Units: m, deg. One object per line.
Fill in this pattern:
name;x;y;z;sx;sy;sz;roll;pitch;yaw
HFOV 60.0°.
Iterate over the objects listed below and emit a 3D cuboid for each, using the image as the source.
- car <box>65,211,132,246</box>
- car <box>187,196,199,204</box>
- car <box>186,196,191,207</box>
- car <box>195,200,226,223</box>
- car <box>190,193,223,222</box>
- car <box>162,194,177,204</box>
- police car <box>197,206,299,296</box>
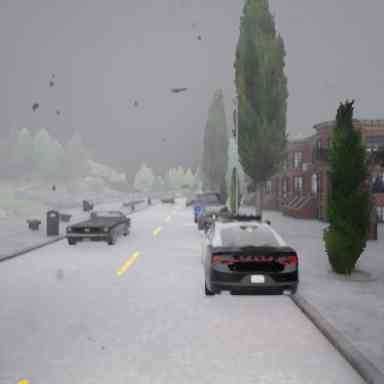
car;-4.069;1.547;15.121;1.895;1.301;4.718;0;0;0
car;0.125;1.355;58.924;1.994;1.385;4.181;0;0;0
car;0.115;1.437;46.189;1.895;1.301;4.718;0;0;1
car;1.238;1.439;18.617;1.837;1.490;4.892;0;0;0
car;1.191;1.086;24.646;2.150;2.045;5.566;-3;0;0
car;-3.963;1.278;56.258;1.882;1.535;5.008;0;0;0
police car;1.218;1.394;8.727;1.930;1.638;5.238;0;0;0
